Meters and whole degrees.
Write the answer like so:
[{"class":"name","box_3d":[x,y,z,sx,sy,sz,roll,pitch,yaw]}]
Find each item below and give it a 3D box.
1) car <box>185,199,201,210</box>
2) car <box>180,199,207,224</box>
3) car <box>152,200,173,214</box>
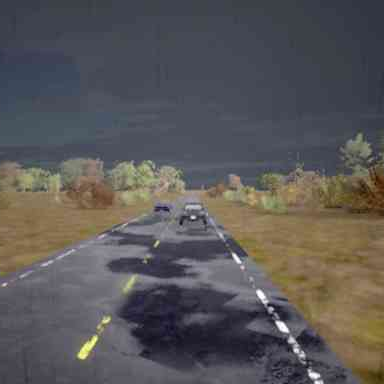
[{"class":"car","box_3d":[0.077,1.534,41.927,1.895,1.301,4.718,0,0,0]},{"class":"car","box_3d":[0.087,1.488,24.088,1.812,1.442,4.674,0,0,0]},{"class":"car","box_3d":[-3.019,1.553,34.974,1.895,1.301,4.718,0,0,0]}]
